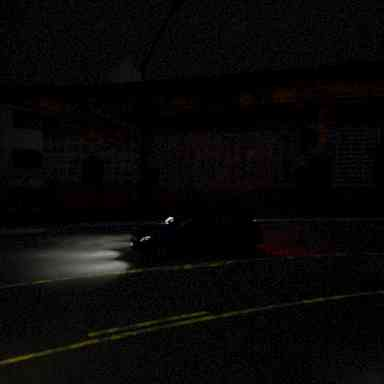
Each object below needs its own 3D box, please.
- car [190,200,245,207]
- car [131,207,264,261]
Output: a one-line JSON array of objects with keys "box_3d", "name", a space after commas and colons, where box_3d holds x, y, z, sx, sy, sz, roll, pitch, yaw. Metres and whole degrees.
[{"box_3d": [0.608, 1.196, 15.304, 4.553, 1.767, 2.097, 0, 1, -17], "name": "car"}, {"box_3d": [0.246, 1.406, 11.557, 4.674, 1.442, 1.812, 0, 0, -20], "name": "car"}]
